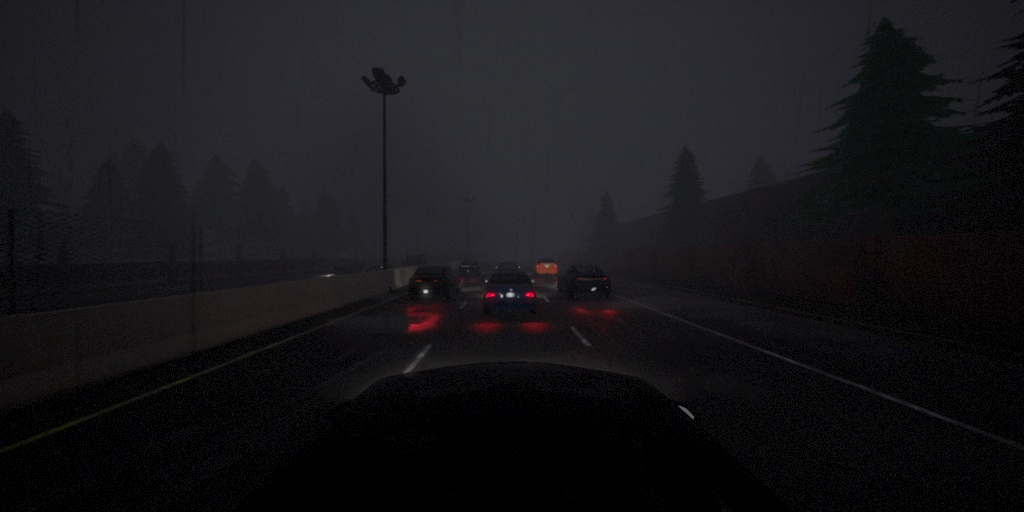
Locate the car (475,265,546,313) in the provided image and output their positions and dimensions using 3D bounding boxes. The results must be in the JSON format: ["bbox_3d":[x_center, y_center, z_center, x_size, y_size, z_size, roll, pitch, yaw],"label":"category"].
[{"bbox_3d":[-0.084,1.246,13.603,2.033,1.411,5.357,0,0,-1],"label":"car"}]

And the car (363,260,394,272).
[{"bbox_3d":[-14.704,1.161,40.498,1.812,1.442,4.674,0,0,-1],"label":"car"}]

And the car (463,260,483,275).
[{"bbox_3d":[-3.912,1.114,34.183,2.128,1.511,4.902,0,0,-1],"label":"car"}]

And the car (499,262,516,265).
[{"bbox_3d":[-0.339,1.179,29.225,2.033,1.411,5.357,0,0,-1],"label":"car"}]

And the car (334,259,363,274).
[{"bbox_3d":[-18.202,1.126,40.430,1.882,1.535,5.008,0,0,-1],"label":"car"}]

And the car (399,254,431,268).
[{"bbox_3d":[-11.216,0.840,41.137,2.150,2.045,5.566,0,0,-1],"label":"car"}]

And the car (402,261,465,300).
[{"bbox_3d":[-3.640,1.201,17.381,1.837,1.490,4.892,0,1,-1],"label":"car"}]

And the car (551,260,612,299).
[{"bbox_3d":[3.362,1.162,17.327,2.128,1.511,4.902,0,0,-1],"label":"car"}]

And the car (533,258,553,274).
[{"bbox_3d":[3.090,0.949,34.005,2.097,1.767,4.553,0,0,-1],"label":"car"}]
